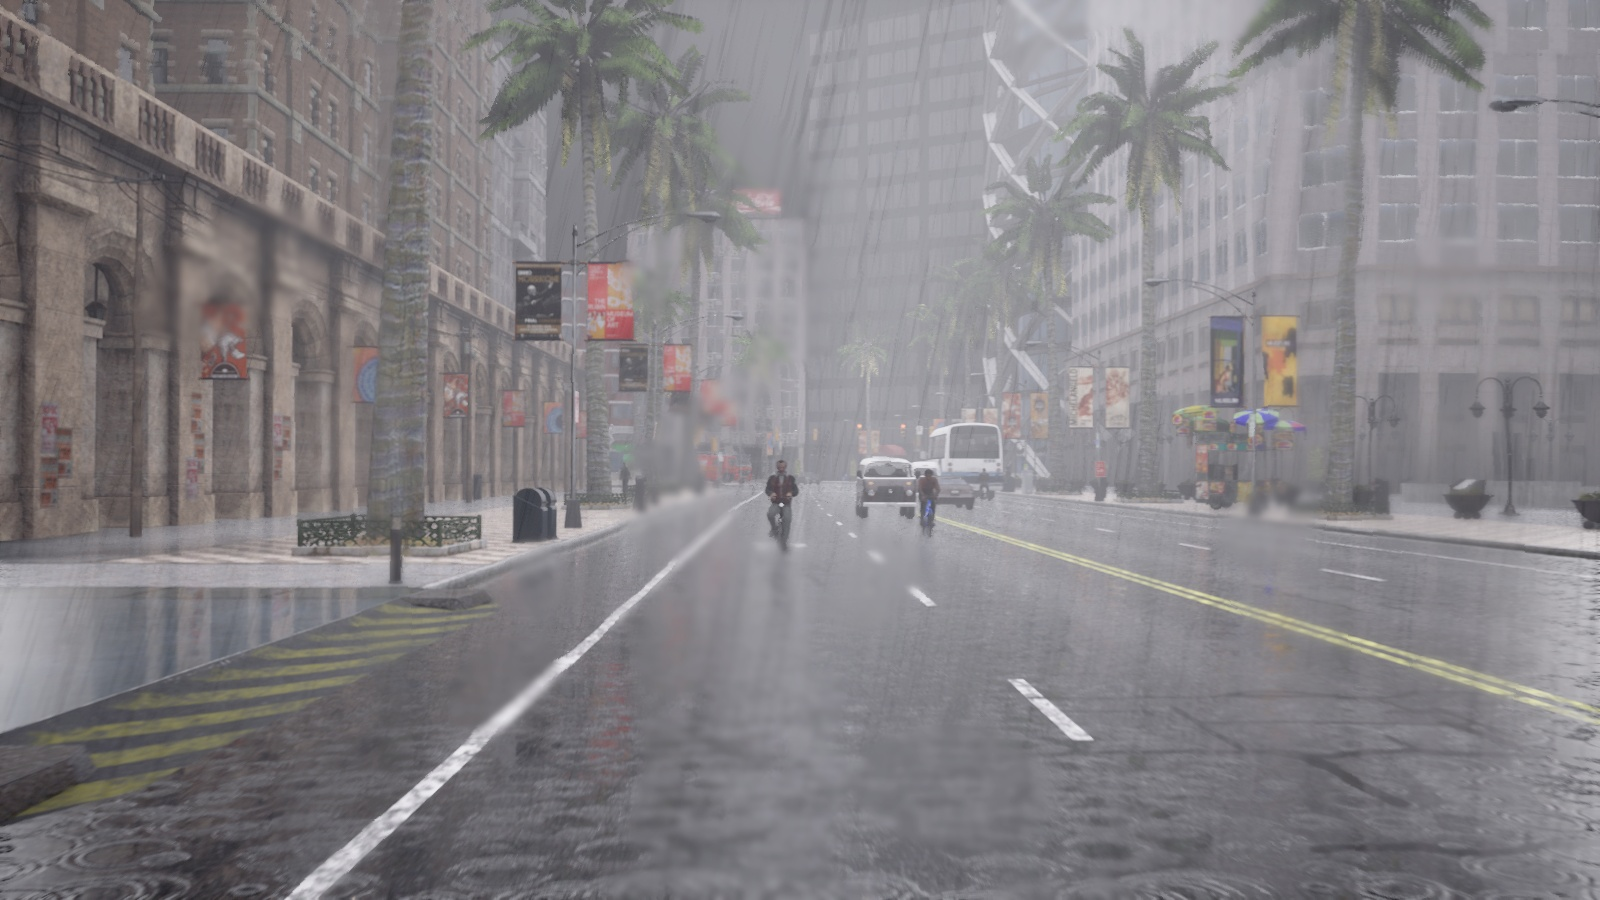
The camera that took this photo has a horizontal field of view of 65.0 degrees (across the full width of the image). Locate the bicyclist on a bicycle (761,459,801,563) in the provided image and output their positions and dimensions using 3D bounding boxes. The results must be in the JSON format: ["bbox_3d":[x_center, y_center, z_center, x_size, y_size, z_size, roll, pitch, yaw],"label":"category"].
[{"bbox_3d":[-0.338,1.060,22.324,0.659,1.776,1.843,0,-1,-1],"label":"bicyclist on a bicycle"}]

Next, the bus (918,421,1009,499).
[{"bbox_3d":[9.518,0.643,74.562,3.944,4.253,10.273,0,-1,0],"label":"bus"}]

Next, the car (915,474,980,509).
[{"bbox_3d":[6.163,1.724,53.136,2.033,1.411,5.357,0,-1,-1],"label":"car"}]

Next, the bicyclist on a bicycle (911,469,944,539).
[{"bbox_3d":[3.039,1.255,29.930,0.582,1.620,1.656,0,-1,-1],"label":"bicyclist on a bicycle"}]

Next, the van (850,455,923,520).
[{"bbox_3d":[2.836,1.234,42.326,2.069,2.038,4.480,0,-1,-1],"label":"van"}]

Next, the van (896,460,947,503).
[{"bbox_3d":[6.068,1.568,63.179,2.069,2.038,4.480,0,-1,0],"label":"van"}]

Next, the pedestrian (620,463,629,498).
[{"bbox_3d":[-9.792,1.688,70.049,0.423,1.949,0.788,0,-1,-1],"label":"pedestrian"}]
